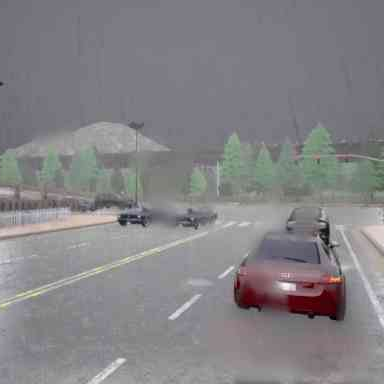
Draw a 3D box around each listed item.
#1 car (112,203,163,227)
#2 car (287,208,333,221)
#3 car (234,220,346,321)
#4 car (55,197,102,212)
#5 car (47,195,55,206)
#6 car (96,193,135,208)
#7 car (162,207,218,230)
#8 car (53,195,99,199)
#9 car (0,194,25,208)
[{"bbox_3d":[-3.134,1.601,22.738,1.895,1.301,4.718,0,0,22],"label":"car"},{"bbox_3d":[5.537,1.491,15.787,2.128,1.511,4.902,0,0,22],"label":"car"},{"bbox_3d":[2.288,1.564,7.492,1.994,1.385,4.181,0,0,21],"label":"car"},{"bbox_3d":[-12.760,1.561,37.495,4.181,1.385,1.994,0,0,20],"label":"car"},{"bbox_3d":[-19.323,1.286,47.301,4.553,1.767,2.097,1,0,20],"label":"car"},{"bbox_3d":[-10.310,1.215,44.044,5.566,2.045,2.150,0,0,20],"label":"car"},{"bbox_3d":[0.139,1.666,21.496,1.895,1.301,4.718,0,0,22],"label":"car"},{"bbox_3d":[-14.591,1.496,41.875,4.892,1.490,1.837,0,0,20],"label":"car"},{"bbox_3d":[-21.156,1.437,40.517,4.902,1.511,2.128,1,0,20],"label":"car"}]
